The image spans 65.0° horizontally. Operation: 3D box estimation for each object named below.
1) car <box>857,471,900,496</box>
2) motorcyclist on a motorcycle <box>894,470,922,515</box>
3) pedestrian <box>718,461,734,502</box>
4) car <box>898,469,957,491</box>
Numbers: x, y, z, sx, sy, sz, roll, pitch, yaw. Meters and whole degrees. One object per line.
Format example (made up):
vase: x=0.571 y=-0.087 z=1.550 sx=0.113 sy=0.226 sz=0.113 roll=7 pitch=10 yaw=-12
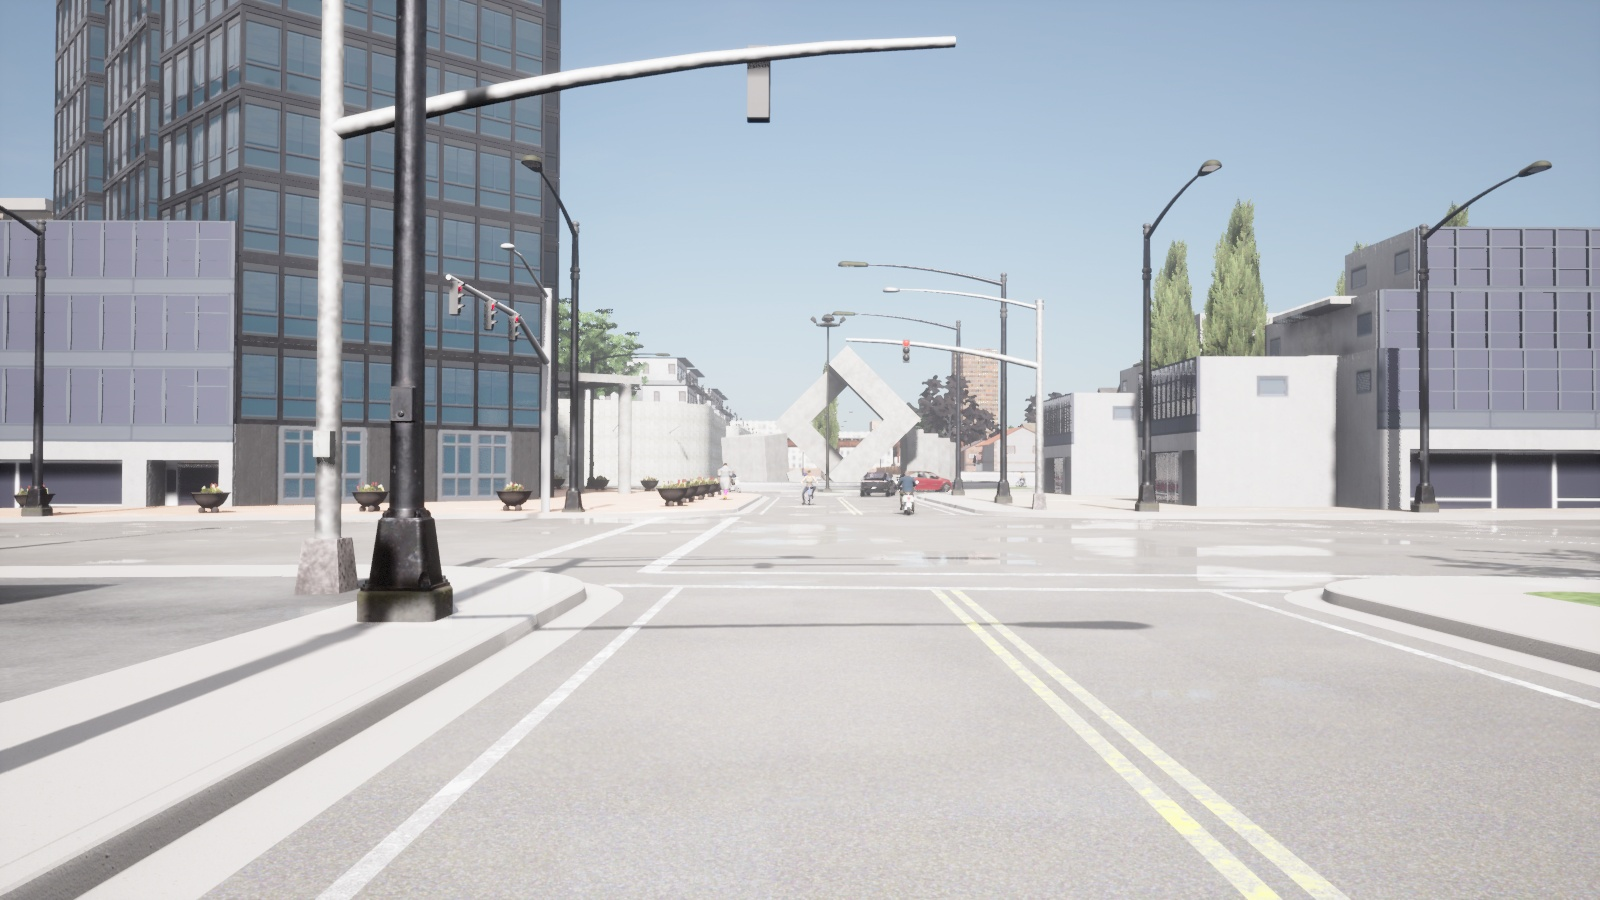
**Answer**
car: x=4.936 y=2.065 z=78.511 sx=2.128 sy=1.511 sz=4.902 roll=0 pitch=-1 yaw=10
motorcyclist on a motorcycle: x=3.860 y=1.510 z=45.136 sx=0.866 sy=1.590 sz=1.817 roll=0 pitch=-2 yaw=0
pedestrian: x=-3.579 y=1.506 z=60.427 sx=0.659 sy=1.952 sz=0.873 roll=0 pitch=-1 yaw=4
car: x=9.419 y=2.231 z=92.880 sx=3.988 sy=1.617 sz=1.851 roll=0 pitch=-1 yaw=-14
